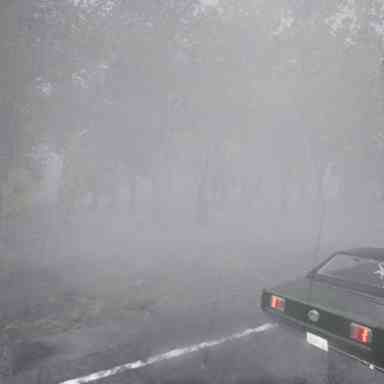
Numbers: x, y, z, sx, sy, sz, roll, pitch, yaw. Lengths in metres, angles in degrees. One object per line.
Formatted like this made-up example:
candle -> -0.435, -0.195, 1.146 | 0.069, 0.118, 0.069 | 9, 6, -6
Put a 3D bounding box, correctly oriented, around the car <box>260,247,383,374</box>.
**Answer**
car -> 3.435, 1.584, 5.401 | 4.718, 1.301, 1.895 | 0, 0, -33
